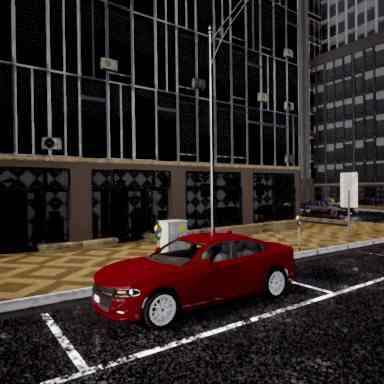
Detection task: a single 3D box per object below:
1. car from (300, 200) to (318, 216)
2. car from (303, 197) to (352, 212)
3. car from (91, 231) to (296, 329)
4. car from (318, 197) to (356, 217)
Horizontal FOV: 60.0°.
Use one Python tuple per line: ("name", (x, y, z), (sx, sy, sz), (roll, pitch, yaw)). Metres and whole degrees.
("car", (8.889, 1.448, 30.763), (2.008, 1.369, 4.403), (-1, 1, -35))
("car", (14.884, 1.271, 36.714), (1.752, 1.417, 4.829), (-1, 1, -35))
("car", (0.231, 1.543, 6.889), (4.507, 1.381, 1.887), (0, -1, -35))
("car", (12.079, 1.419, 30.635), (2.033, 1.411, 5.357), (-1, 1, -35))
